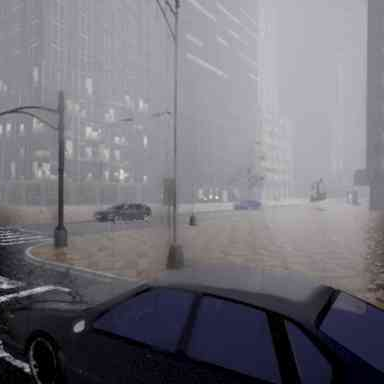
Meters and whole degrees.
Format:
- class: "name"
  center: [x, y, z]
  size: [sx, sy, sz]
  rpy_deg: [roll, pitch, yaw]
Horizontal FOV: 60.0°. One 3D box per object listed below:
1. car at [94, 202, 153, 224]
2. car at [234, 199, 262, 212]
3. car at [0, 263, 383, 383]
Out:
- class: "car"
  center: [-5.091, 1.555, 25.193]
  size: [1.837, 1.490, 4.892]
  rpy_deg: [1, 0, 37]
- class: "car"
  center: [7.020, 1.620, 41.415]
  size: [1.882, 1.535, 5.008]
  rpy_deg: [1, 0, 37]
- class: "car"
  center: [0.234, 1.545, 3.541]
  size: [5.357, 1.411, 2.033]
  rpy_deg: [0, 0, 32]
